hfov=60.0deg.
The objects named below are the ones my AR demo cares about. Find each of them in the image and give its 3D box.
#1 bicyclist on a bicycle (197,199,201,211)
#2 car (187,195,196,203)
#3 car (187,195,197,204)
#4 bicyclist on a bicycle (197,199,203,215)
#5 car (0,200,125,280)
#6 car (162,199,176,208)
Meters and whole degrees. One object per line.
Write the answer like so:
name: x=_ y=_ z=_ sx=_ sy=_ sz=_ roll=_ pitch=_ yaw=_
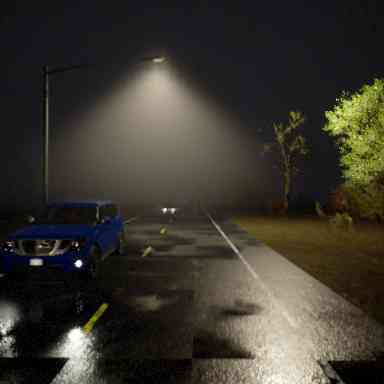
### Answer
bicyclist on a bicycle: x=0.947 y=1.700 z=44.637 sx=0.582 sy=1.620 sz=1.656 roll=0 pitch=-1 yaw=0
car: x=-0.026 y=1.675 z=82.122 sx=2.150 sy=2.045 sz=5.566 roll=0 pitch=0 yaw=0
car: x=-0.023 y=1.948 z=72.043 sx=1.994 sy=1.385 sz=4.181 roll=0 pitch=0 yaw=0
bicyclist on a bicycle: x=0.950 y=1.652 z=35.602 sx=0.582 sy=1.620 sz=1.656 roll=0 pitch=-1 yaw=0
car: x=-3.602 y=1.283 z=10.458 sx=2.150 sy=2.045 sz=5.566 roll=0 pitch=0 yaw=0
car: x=-3.582 y=1.853 z=52.293 sx=1.994 sy=1.385 sz=4.181 roll=0 pitch=0 yaw=0
